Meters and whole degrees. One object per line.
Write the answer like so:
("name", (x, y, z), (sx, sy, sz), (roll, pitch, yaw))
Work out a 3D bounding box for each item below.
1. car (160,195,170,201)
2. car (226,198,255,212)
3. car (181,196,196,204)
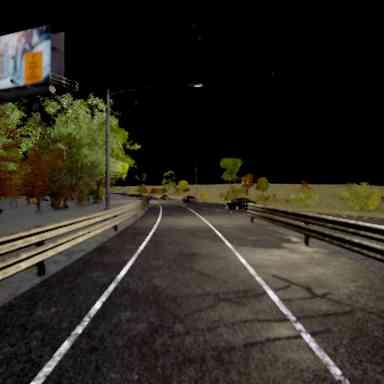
("car", (-6.830, 1.503, 83.548), (1.812, 1.442, 4.674), (0, 0, -15))
("car", (5.432, 1.415, 37.829), (1.882, 1.535, 5.008), (0, 0, -15))
("car", (-0.591, 1.464, 60.280), (1.837, 1.490, 4.892), (0, 0, -15))
